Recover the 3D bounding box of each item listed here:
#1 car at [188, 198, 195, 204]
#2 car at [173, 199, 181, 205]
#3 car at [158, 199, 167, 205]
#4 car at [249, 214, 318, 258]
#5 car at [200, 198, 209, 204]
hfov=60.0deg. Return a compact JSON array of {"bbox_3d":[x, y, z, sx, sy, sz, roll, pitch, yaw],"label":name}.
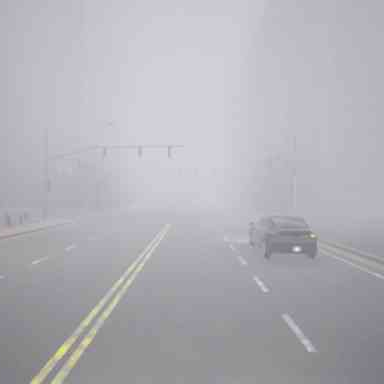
[{"bbox_3d":[-0.064,2.466,86.686,2.128,1.511,4.902,0,-1,0],"label":"car"},{"bbox_3d":[-3.559,2.346,79.781,1.882,1.535,5.008,0,-1,0],"label":"car"},{"bbox_3d":[-7.059,2.421,79.777,1.994,1.385,4.181,0,-1,0],"label":"car"},{"bbox_3d":[3.512,1.656,13.494,1.837,1.490,4.892,0,0,0],"label":"car"},{"bbox_3d":[3.436,2.466,86.688,2.128,1.511,4.902,0,-1,0],"label":"car"}]
